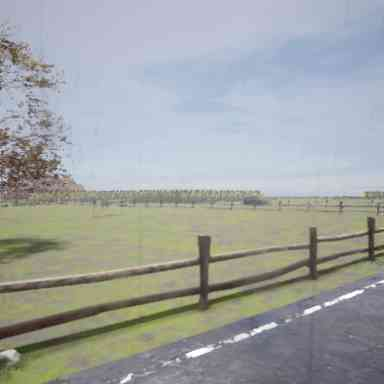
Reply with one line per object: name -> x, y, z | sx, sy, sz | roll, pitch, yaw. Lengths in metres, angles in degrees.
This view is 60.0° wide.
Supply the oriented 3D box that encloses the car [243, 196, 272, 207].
car -> 12.430, 1.721, 63.562 | 5.566, 2.045, 2.150 | -1, -2, 43
